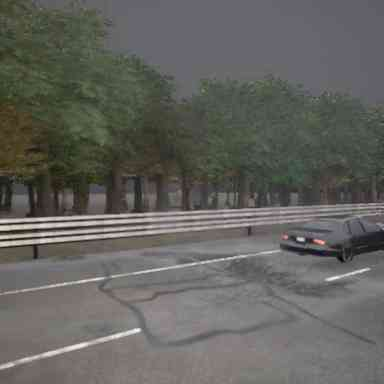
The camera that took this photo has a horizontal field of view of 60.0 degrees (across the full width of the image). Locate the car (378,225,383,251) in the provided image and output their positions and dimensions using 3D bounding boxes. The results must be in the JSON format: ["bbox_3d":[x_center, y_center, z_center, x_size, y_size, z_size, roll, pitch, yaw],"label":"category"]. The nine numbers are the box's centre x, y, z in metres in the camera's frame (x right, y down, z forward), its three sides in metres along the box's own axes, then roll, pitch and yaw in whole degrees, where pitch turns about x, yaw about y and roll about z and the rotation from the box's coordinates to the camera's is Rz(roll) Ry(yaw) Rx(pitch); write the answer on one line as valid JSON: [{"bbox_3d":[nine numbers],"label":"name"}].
[{"bbox_3d":[7.541,1.543,9.132,5.357,1.411,2.033,0,0,-36],"label":"car"}]

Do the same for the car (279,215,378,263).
[{"bbox_3d":[5.478,1.543,11.959,5.357,1.411,2.033,0,0,-36],"label":"car"}]
